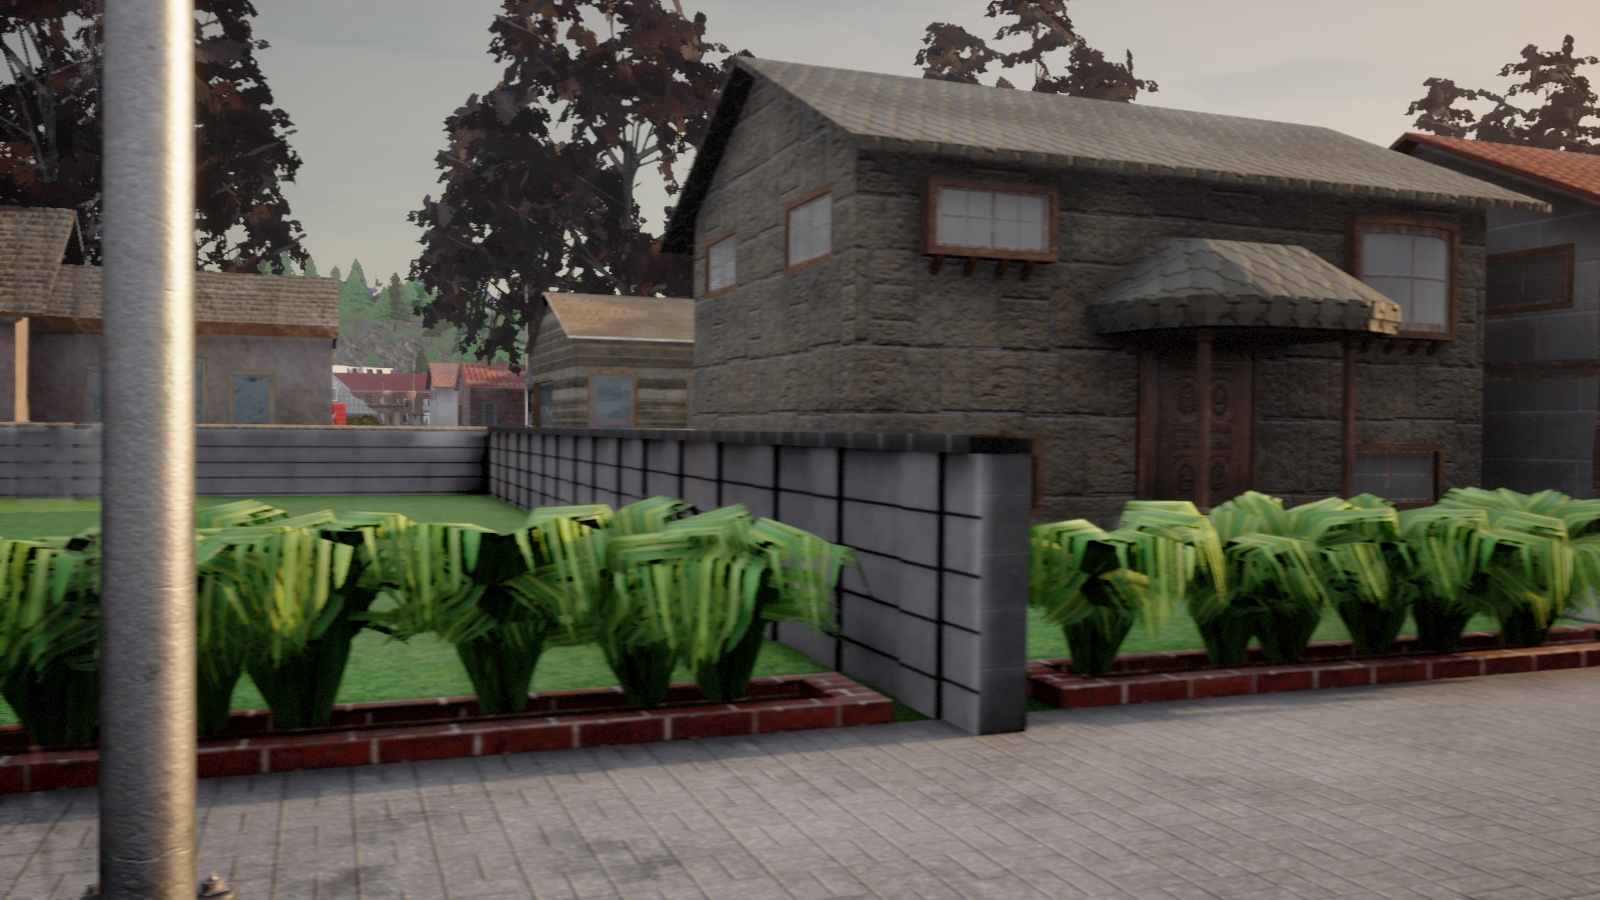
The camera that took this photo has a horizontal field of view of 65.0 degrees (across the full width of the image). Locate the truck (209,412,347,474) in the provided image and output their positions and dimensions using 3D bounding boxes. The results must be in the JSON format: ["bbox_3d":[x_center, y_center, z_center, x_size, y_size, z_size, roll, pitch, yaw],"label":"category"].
[{"bbox_3d":[-21.823,-0.311,52.715,5.204,2.467,2.627,-1,1,-21],"label":"truck"}]
